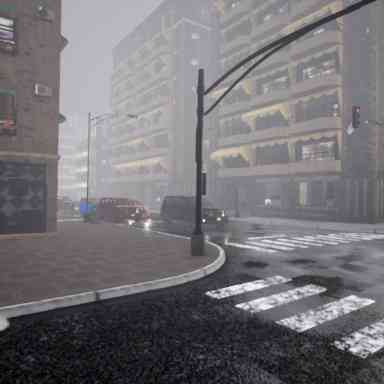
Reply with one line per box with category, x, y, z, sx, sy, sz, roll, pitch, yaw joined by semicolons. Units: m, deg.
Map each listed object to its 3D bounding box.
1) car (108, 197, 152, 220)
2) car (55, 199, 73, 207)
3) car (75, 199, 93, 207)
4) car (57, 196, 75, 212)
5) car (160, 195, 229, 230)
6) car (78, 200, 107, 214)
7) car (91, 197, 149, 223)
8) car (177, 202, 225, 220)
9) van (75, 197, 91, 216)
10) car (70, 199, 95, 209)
car;-5.596;1.408;29.647;2.097;1.767;4.553;1;-1;-35
car;-22.568;1.846;58.590;1.895;1.301;4.718;1;-1;-36
car;-18.587;1.864;57.239;1.802;1.307;4.206;1;-1;-35
car;-15.310;1.367;39.044;2.192;1.841;5.009;1;-1;-35
car;-0.023;1.247;21.802;2.150;2.045;5.566;1;-1;-36
car;-11.332;1.655;37.731;1.994;1.385;4.181;1;-1;-35
car;-5.615;1.308;25.412;2.192;1.841;5.009;1;-1;-35
car;0.703;1.683;30.116;1.752;1.417;4.829;1;-1;-35
van;-8.848;1.353;29.956;1.690;1.788;3.998;1;-1;-35
car;-16.545;1.750;50.122;2.033;1.411;5.357;1;-1;-35
